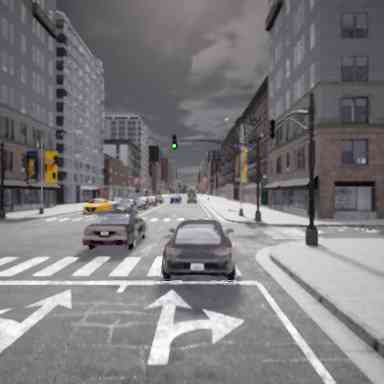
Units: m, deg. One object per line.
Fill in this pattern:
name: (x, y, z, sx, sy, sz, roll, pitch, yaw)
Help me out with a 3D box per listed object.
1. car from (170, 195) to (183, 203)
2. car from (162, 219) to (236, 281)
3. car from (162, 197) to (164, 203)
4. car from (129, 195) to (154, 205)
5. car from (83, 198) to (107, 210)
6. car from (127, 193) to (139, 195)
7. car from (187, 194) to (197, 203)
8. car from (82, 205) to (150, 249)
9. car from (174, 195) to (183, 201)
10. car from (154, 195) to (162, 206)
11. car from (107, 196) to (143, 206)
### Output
car: (-3.237, 1.415, 64.748, 1.882, 1.535, 5.008, 0, 0, 0)
car: (0.258, 1.517, 9.764, 1.812, 1.442, 4.674, 0, 0, 3)
car: (-6.496, 1.291, 62.775, 2.097, 1.767, 4.553, 0, 0, 0)
car: (-6.571, 1.455, 42.671, 2.128, 1.511, 4.902, 0, 0, 0)
car: (-9.842, 1.449, 34.856, 1.882, 1.535, 5.008, 0, 0, 0)
car: (-9.746, 1.171, 54.445, 2.150, 2.045, 5.566, 0, 0, 0)
car: (0.009, 1.538, 64.752, 1.895, 1.301, 4.718, 0, 0, 0)
car: (-3.145, 1.531, 14.476, 2.033, 1.411, 5.357, 0, 0, 0)
car: (-3.245, 1.418, 79.044, 1.837, 1.490, 4.892, 0, 0, 0)
car: (-6.497, 1.444, 52.542, 2.128, 1.511, 4.902, 0, 0, 0)
car: (-6.590, 1.464, 33.316, 2.128, 1.511, 4.902, 0, 0, 0)
